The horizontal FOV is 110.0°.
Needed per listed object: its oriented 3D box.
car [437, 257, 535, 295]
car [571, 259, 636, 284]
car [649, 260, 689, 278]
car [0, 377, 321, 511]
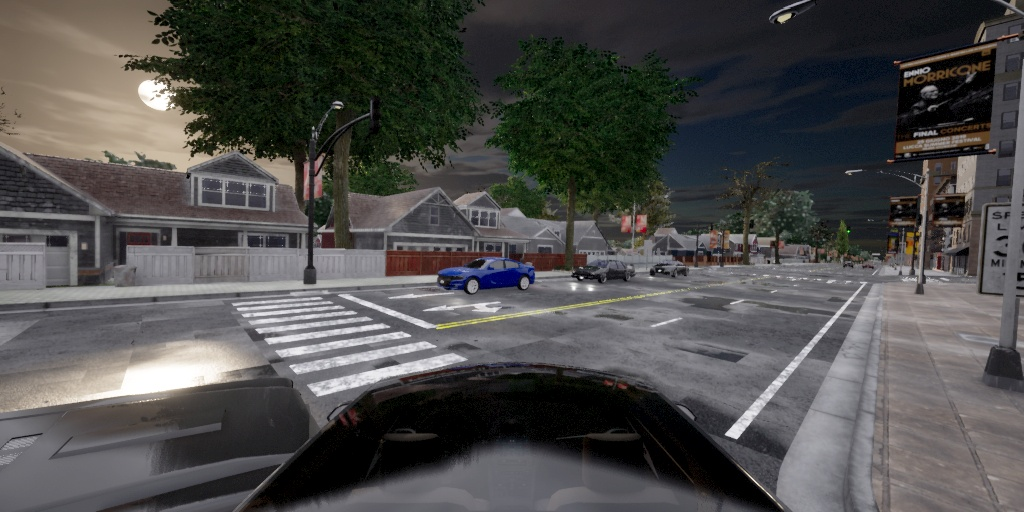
[{"bbox_3d":[-1.066,0.802,16.509,5.008,1.535,1.882,0,2,-44],"label":"car"},{"bbox_3d":[6.124,0.936,23.403,5.357,1.411,2.033,0,2,-44],"label":"car"},{"bbox_3d":[13.345,1.020,30.300,4.181,1.385,1.994,1,2,-44],"label":"car"},{"bbox_3d":[-3.315,1.284,1.331,4.718,1.301,1.895,1,2,-34],"label":"car"}]
